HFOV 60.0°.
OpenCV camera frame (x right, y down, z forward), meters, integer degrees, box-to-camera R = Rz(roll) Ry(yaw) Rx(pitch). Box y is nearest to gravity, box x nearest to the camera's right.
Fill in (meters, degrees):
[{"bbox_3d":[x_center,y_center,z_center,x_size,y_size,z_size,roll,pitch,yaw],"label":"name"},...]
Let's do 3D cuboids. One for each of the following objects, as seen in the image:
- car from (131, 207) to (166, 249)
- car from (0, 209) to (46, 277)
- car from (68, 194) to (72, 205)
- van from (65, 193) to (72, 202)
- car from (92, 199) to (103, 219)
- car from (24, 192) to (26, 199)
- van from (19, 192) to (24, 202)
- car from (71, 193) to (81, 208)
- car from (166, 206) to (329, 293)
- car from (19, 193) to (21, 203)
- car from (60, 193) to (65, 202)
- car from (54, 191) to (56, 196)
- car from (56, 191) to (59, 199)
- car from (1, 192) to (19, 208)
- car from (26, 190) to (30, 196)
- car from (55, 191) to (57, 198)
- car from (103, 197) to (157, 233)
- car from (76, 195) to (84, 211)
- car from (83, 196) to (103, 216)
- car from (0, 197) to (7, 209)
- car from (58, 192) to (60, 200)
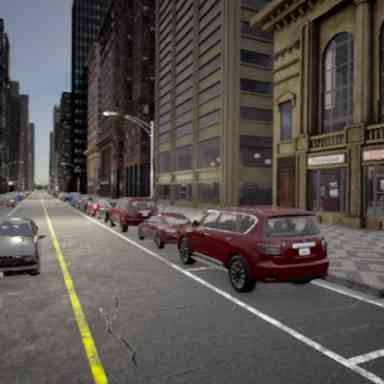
[{"bbox_3d":[-1.050,1.509,14.052,1.802,1.307,4.206,0,0,-25],"label":"car"},{"bbox_3d":[-5.467,1.459,9.902,2.033,1.411,5.357,0,0,-24],"label":"car"},{"bbox_3d":[-15.130,1.272,44.570,1.802,1.307,4.206,0,0,-25],"label":"car"},{"bbox_3d":[-17.475,0.991,49.655,1.690,1.788,3.998,0,0,-25],"label":"van"},{"bbox_3d":[-5.743,1.413,24.225,1.947,1.339,4.313,0,0,-25],"label":"car"},{"bbox_3d":[-32.254,1.033,61.336,1.887,1.381,4.507,0,0,-25],"label":"car"},{"bbox_3d":[-29.906,0.869,56.248,1.690,1.788,3.998,0,0,-25],"label":"van"},{"bbox_3d":[-12.783,1.169,39.483,1.967,1.590,4.097,0,0,-25],"label":"car"},{"bbox_3d":[1.298,1.283,8.964,2.192,1.841,5.009,0,0,-25],"label":"car"},{"bbox_3d":[-25.213,1.151,46.075,1.887,1.381,4.507,0,0,-25],"label":"car"},{"bbox_3d":[-22.170,1.116,59.829,1.887,1.381,4.507,0,0,-25],"label":"car"},{"bbox_3d":[-31.557,0.997,80.175,1.802,1.307,4.206,0,0,-25],"label":"car"},{"bbox_3d":[-26.863,0.933,70.001,1.967,1.590,4.097,0,0,-25],"label":"car"},{"bbox_3d":[-22.866,1.086,40.988,1.967,1.590,4.097,0,0,-25],"label":"car"},{"bbox_3d":[-41.641,0.772,81.683,1.967,1.590,4.097,0,0,-25],"label":"car"},{"bbox_3d":[-29.281,0.978,75.242,1.752,1.417,4.829,0,0,-25],"label":"car"},{"bbox_3d":[-3.395,1.202,19.136,2.192,1.841,5.009,0,0,-25],"label":"car"},{"bbox_3d":[-10.436,1.334,34.397,1.947,1.339,4.313,0,0,-25],"label":"car"},{"bbox_3d":[-8.089,1.248,29.310,1.967,1.590,4.097,0,0,-25],"label":"car"},{"bbox_3d":[-15.826,1.309,25.729,1.887,1.381,4.507,0,0,-25],"label":"car"},{"bbox_3d":[-24.517,1.077,64.916,1.887,1.381,4.507,0,0,-25],"label":"car"}]
